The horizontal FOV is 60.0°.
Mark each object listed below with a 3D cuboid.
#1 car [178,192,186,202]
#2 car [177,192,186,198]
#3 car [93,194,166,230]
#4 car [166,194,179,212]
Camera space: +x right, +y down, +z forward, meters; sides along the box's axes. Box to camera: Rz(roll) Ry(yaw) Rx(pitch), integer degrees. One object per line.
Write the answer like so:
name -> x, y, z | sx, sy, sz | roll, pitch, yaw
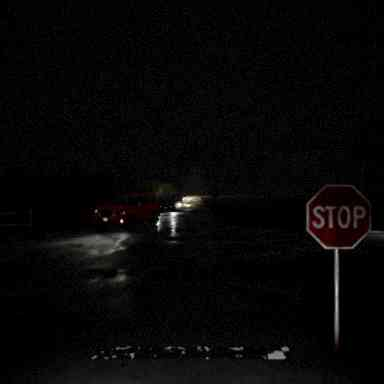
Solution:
car -> -2.642, 1.025, 58.252 | 2.128, 1.511, 4.902 | 0, 1, 0
car -> -2.597, 0.686, 82.155 | 1.994, 1.385, 4.181 | 0, 1, 0
car -> -3.920, 1.157, 21.040 | 2.150, 2.045, 5.566 | 0, 0, 19
car -> -2.684, 1.323, 36.112 | 1.837, 1.490, 4.892 | 0, 1, 0
